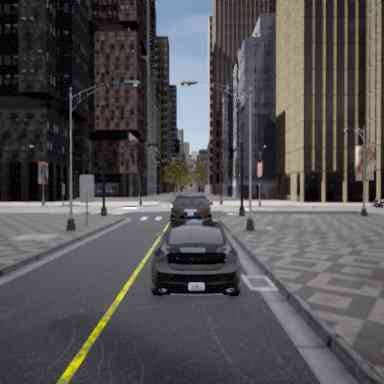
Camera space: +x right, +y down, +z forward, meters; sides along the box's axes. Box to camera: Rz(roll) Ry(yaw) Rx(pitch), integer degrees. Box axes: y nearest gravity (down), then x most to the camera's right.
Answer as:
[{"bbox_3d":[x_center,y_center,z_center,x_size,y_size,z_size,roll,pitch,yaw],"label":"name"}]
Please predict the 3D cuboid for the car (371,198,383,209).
[{"bbox_3d":[24.941,1.290,41.414,4.892,1.490,1.837,0,0,0],"label":"car"}]

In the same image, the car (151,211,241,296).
[{"bbox_3d":[0.078,1.457,8.470,1.837,1.490,4.892,0,0,0],"label":"car"}]

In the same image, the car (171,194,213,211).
[{"bbox_3d":[-0.006,1.117,18.458,2.150,2.045,5.566,0,0,1],"label":"car"}]
